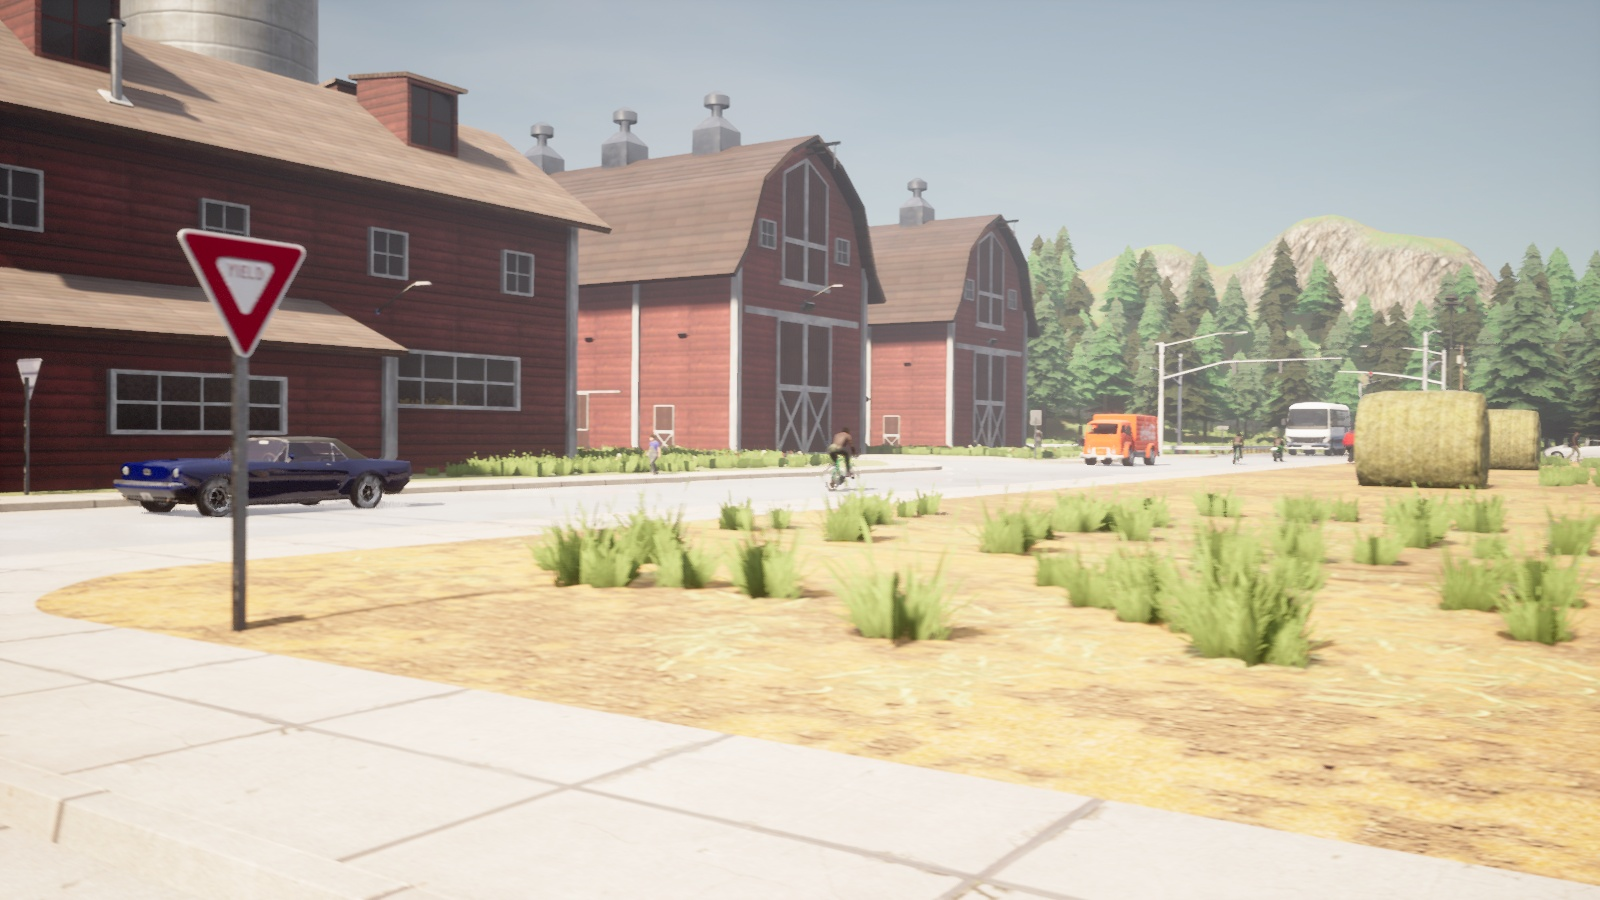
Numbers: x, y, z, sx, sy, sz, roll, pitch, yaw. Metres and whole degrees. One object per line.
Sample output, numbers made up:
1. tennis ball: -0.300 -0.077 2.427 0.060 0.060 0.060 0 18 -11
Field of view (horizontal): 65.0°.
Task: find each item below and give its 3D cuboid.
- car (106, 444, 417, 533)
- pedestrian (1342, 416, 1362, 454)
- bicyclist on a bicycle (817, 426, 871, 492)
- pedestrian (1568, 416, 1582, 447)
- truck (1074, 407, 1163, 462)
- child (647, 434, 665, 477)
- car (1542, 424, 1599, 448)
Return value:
1. car: -9.192 0.584 21.865 1.895 1.301 4.718 0 1 33
2. pedestrian: 26.905 -0.725 61.210 0.634 1.844 0.899 0 1 44
3. bicyclist on a bicycle: 1.122 0.213 31.437 0.582 1.620 1.656 0 1 33
4. pedestrian: 45.995 -1.075 74.513 0.703 1.840 0.431 0 1 32
5. truck: 15.249 -0.748 59.886 2.627 2.467 5.204 0 1 33
6. child: -4.281 0.166 37.304 0.270 1.263 0.437 0 1 41
7. car: 51.218 -0.907 82.123 4.514 1.525 2.007 0 1 34
